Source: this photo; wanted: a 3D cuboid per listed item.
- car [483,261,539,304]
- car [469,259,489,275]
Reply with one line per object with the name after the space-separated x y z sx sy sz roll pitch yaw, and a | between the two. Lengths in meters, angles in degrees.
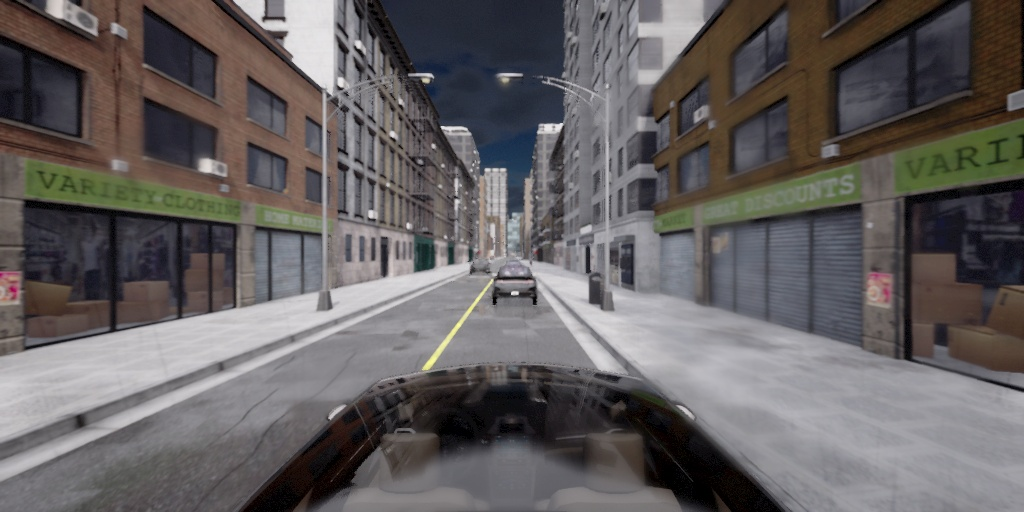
0.109 1.149 15.606 2.128 1.511 4.902 0 0 0 | car
-3.068 1.042 35.188 1.837 1.490 4.892 0 0 0 | car
